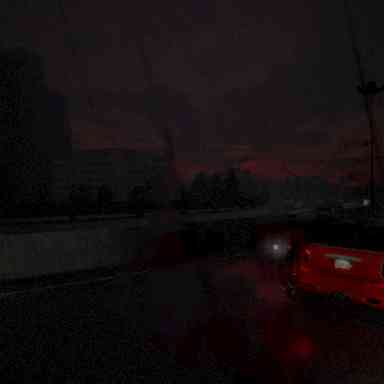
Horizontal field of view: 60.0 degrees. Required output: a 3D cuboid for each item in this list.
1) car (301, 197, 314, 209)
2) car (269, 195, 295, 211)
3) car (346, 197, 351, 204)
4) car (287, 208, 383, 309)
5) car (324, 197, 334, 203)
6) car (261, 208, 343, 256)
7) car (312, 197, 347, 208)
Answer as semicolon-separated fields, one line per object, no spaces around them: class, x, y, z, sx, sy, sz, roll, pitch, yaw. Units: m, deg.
car;15.064;1.720;41.838;1.994;1.385;4.181;0;0;30
car;11.695;1.394;42.944;2.150;2.045;5.566;0;0;31
car;32.254;1.750;69.857;1.837;1.490;4.892;0;0;24
car;4.447;1.367;7.539;4.553;1.767;2.097;0;0;-39
car;32.589;1.843;79.138;1.994;1.385;4.181;0;0;24
car;4.515;1.534;12.189;4.892;1.490;1.837;0;0;-42
car;13.953;1.587;33.566;1.882;1.535;5.008;0;0;34
